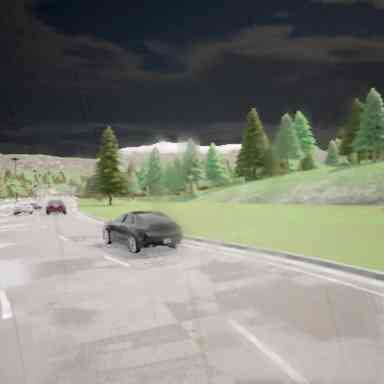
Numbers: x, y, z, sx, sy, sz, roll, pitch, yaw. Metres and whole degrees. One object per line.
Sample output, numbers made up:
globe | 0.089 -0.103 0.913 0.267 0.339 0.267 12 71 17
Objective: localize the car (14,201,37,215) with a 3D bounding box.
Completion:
car | -20.192 1.968 40.135 1.812 1.442 4.674 -2 0 -22

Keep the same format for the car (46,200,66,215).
car | -16.388 1.698 40.031 2.097 1.767 4.553 -1 0 -24

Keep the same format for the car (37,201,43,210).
car | -25.026 2.144 53.063 1.895 1.301 4.718 -1 0 -19

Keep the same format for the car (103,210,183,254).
car | -2.207 1.536 13.906 1.837 1.490 4.892 -1 0 -34
